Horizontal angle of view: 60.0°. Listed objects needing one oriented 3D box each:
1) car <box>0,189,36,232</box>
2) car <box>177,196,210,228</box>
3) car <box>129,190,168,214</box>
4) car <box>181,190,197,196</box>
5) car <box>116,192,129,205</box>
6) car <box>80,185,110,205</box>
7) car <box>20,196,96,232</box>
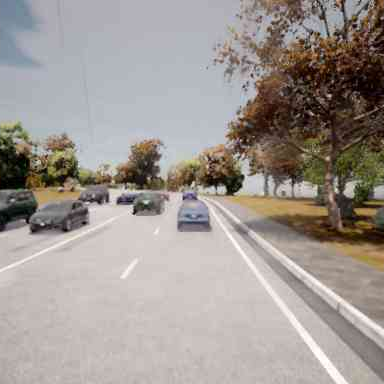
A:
[{"bbox_3d":[-10.507,0.913,18.321,2.150,2.045,5.566,0,2,0],"label":"car"},{"bbox_3d":[0.094,1.200,19.540,2.033,1.411,5.357,0,2,0],"label":"car"},{"bbox_3d":[-3.410,0.754,26.890,2.097,1.767,4.553,0,2,0],"label":"car"},{"bbox_3d":[-0.348,0.405,42.655,1.812,1.442,4.674,0,2,-4],"label":"car"},{"bbox_3d":[-7.074,0.666,36.687,1.895,1.301,4.718,0,2,-1],"label":"car"},{"bbox_3d":[-10.569,0.269,36.630,2.150,2.045,5.566,0,2,-1],"label":"car"},{"bbox_3d":[-7.019,1.204,18.065,1.837,1.490,4.892,0,2,0],"label":"car"}]
